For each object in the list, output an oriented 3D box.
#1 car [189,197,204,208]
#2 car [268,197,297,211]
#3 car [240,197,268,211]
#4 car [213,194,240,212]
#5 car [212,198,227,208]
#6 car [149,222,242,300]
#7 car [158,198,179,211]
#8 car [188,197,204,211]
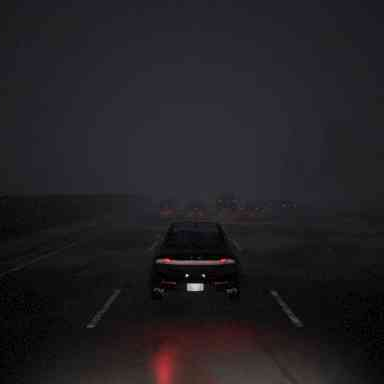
[{"bbox_3d":[0.601,1.492,49.409,2.128,1.511,4.902,0,0,1],"label":"car"},{"bbox_3d":[10.980,1.547,39.692,2.033,1.411,5.357,0,0,1],"label":"car"},{"bbox_3d":[7.491,1.601,40.599,1.895,1.301,4.718,0,0,1],"label":"car"},{"bbox_3d":[3.981,1.221,39.809,2.150,2.045,5.566,0,0,1],"label":"car"},{"bbox_3d":[4.101,1.601,49.395,1.895,1.301,4.718,0,0,1],"label":"car"},{"bbox_3d":[0.089,1.492,8.379,2.128,1.511,4.902,0,0,1],"label":"car"},{"bbox_3d":[-3.008,1.505,40.700,1.837,1.490,4.892,0,0,1],"label":"car"},{"bbox_3d":[0.487,1.601,40.269,1.895,1.301,4.718,0,0,1],"label":"car"}]
